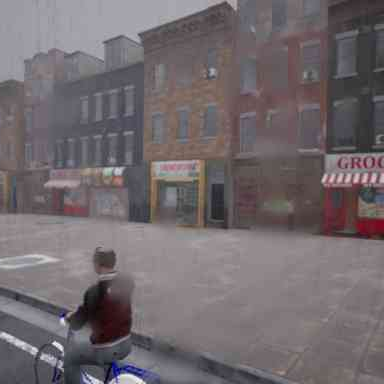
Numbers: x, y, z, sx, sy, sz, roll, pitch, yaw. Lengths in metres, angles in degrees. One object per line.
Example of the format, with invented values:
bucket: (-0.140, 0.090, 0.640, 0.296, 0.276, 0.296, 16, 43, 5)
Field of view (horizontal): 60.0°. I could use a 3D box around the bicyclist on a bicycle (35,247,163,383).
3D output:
bicyclist on a bicycle: (-0.928, 1.368, 3.027, 1.843, 1.776, 0.659, 0, 0, 35)
